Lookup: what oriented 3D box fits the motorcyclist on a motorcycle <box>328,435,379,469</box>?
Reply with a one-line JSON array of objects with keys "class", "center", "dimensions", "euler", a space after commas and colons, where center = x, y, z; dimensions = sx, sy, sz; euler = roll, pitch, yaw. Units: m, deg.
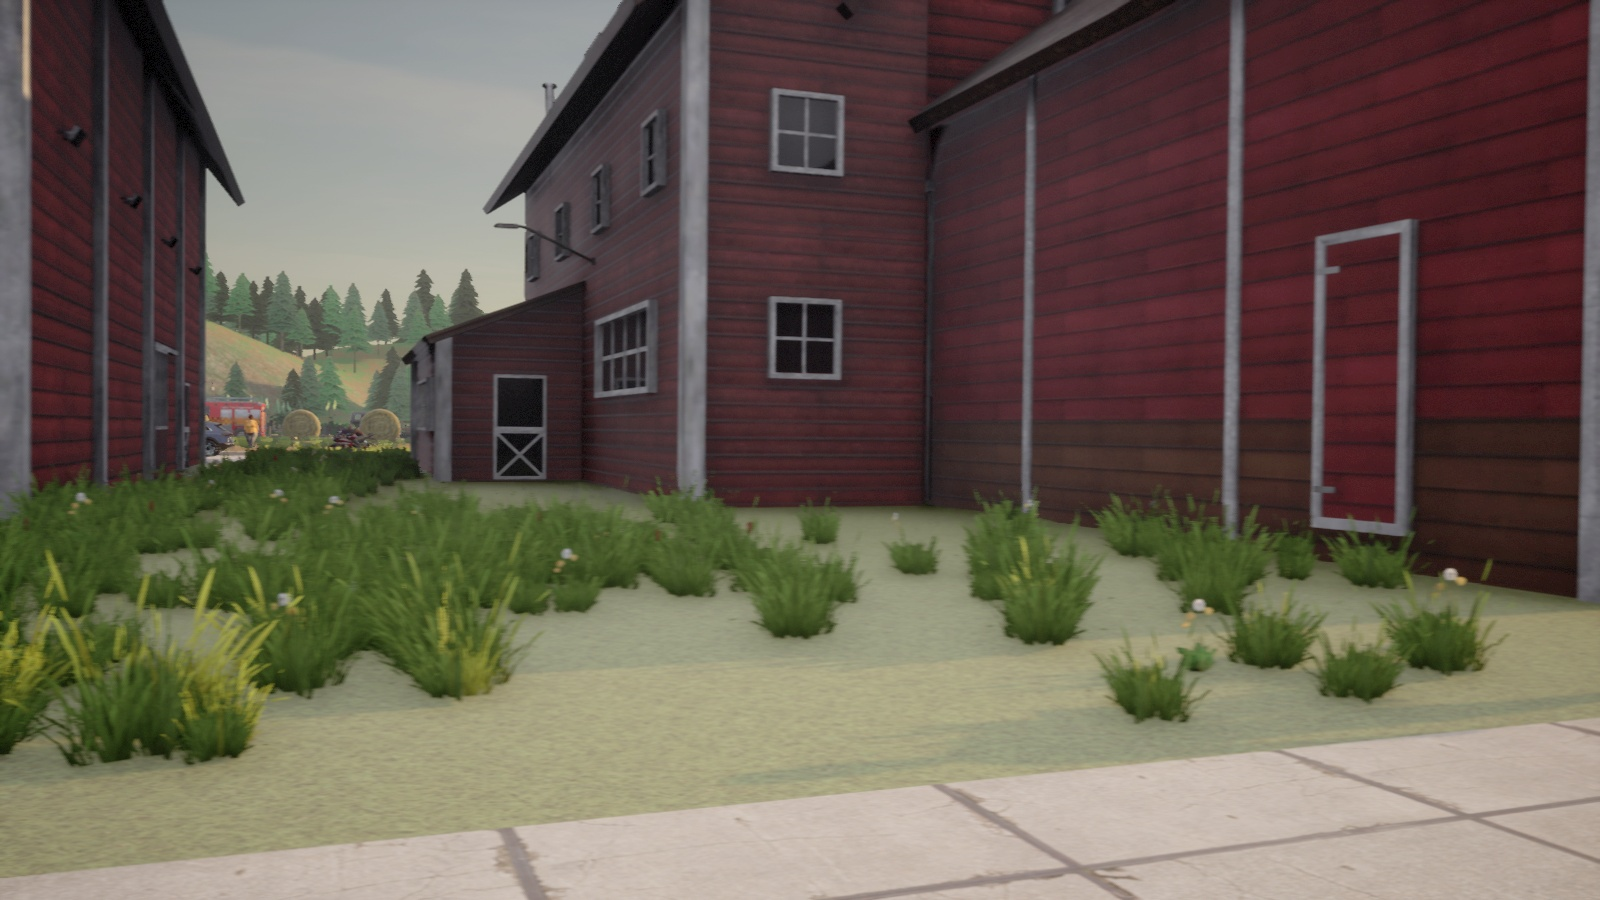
[{"class": "motorcyclist on a motorcycle", "center": [-20.922, 0.075, 58.830], "dimensions": [2.191, 1.530, 0.866], "euler": [-1, 1, -21]}]

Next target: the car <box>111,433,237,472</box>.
[{"class": "car", "center": [-27.915, 0.085, 56.170], "dimensions": [4.856, 1.649, 2.033], "euler": [-1, 1, -21]}]

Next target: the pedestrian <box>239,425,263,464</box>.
[{"class": "pedestrian", "center": [-26.939, -0.279, 61.656], "dimensions": [0.874, 1.855, 0.900], "euler": [-1, 1, -11]}]
